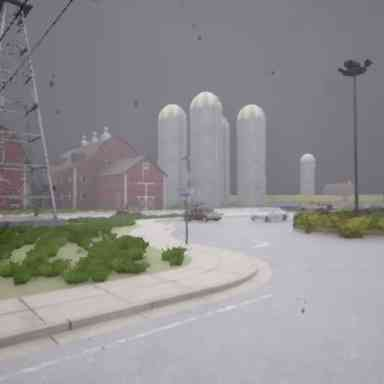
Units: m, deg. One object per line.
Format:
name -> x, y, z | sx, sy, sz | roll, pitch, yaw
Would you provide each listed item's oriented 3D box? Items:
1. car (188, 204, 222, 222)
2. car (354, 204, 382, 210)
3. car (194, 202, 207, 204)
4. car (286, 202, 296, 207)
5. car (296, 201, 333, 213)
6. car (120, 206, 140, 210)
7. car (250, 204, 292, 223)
car -> 1.142, 2.269, 33.882 | 1.784, 1.438, 3.905 | 1, -2, -40
car -> 25.557, 2.477, 47.549 | 5.357, 1.411, 2.033 | 0, -1, -22
car -> 1.750, 2.460, 52.079 | 1.905, 1.878, 3.866 | 1, -2, -40
car -> 20.148, 2.884, 67.806 | 2.242, 1.667, 4.611 | 1, -2, -40
car -> 18.109, 2.300, 48.631 | 1.932, 1.855, 4.605 | 1, -2, -40
car -> -8.126, 2.498, 42.882 | 1.816, 1.474, 4.193 | 1, -2, -40
car -> 7.749, 2.226, 33.172 | 4.674, 1.442, 1.812 | 1, -2, -41
